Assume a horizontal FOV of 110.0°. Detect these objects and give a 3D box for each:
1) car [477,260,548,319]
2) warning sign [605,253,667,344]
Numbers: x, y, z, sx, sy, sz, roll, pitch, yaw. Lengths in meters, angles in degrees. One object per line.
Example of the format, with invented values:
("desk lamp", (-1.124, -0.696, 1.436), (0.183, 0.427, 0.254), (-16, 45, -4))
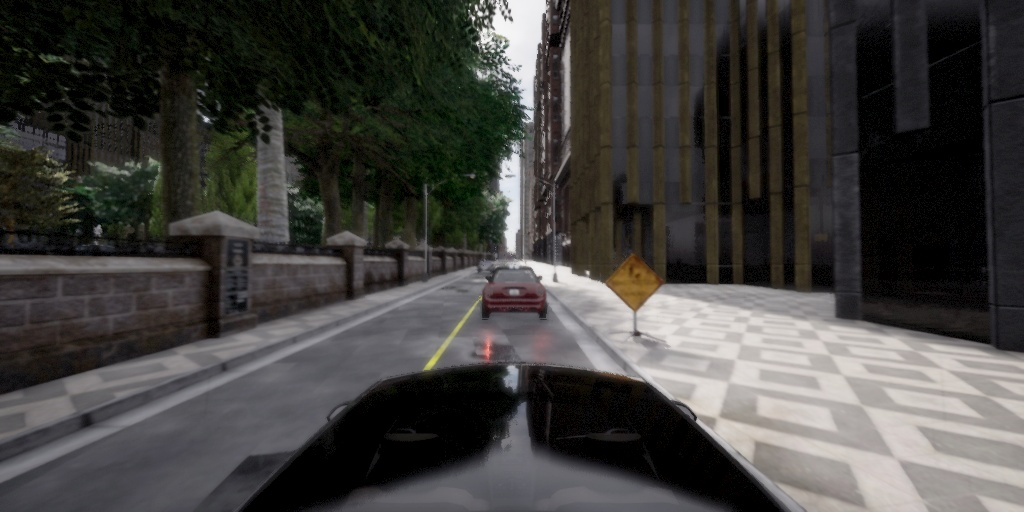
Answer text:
("car", (0.078, 1.114, 13.053), (2.097, 1.767, 4.553), (0, 0, 0))
("warning sign", (2.714, 0.872, 7.865), (1.300, 1.860, 1.060), (0, 0, 0))
